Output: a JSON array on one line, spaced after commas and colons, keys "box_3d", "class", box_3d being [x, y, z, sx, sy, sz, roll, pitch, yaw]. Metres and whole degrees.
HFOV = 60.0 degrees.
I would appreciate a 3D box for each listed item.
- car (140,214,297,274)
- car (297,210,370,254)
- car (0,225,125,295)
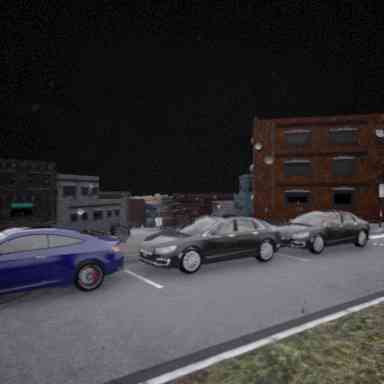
[{"box_3d": [0.740, 1.476, 10.596, 4.892, 1.521, 2.231, 0, 0, -33], "class": "car"}, {"box_3d": [5.348, 1.499, 13.635, 4.892, 1.521, 2.231, 0, 0, -33], "class": "car"}, {"box_3d": [-3.833, 1.511, 7.454, 4.674, 1.452, 2.002, 0, 0, -35], "class": "car"}]
